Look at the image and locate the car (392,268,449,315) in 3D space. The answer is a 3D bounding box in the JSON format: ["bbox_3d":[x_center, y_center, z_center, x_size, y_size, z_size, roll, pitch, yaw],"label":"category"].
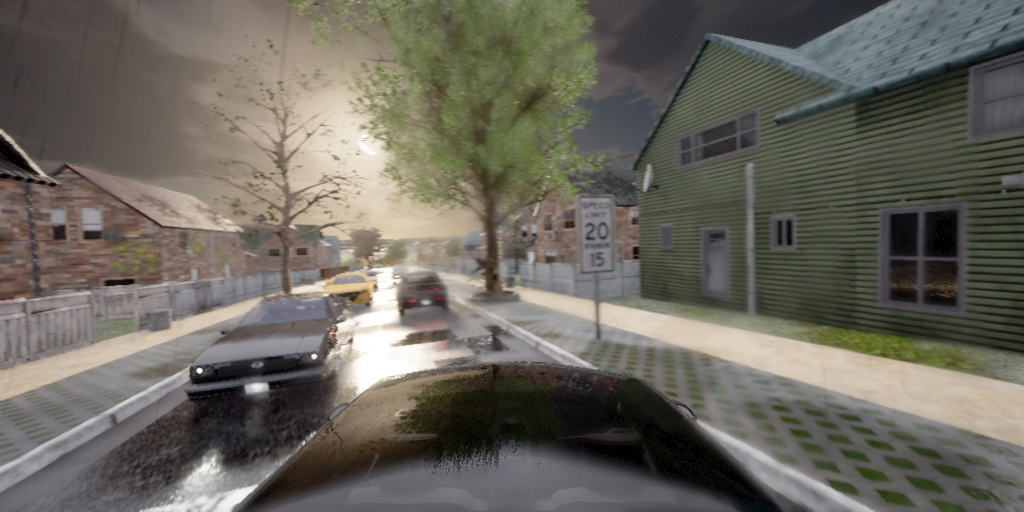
[{"bbox_3d":[-3.788,1.398,14.772,1.837,1.490,4.892,-3,0,-19],"label":"car"}]

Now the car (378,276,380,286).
[{"bbox_3d":[-11.114,1.829,27.223,1.895,1.301,4.718,-3,0,-19],"label":"car"}]

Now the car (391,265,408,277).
[{"bbox_3d":[-13.688,1.846,43.930,1.812,1.442,4.674,-3,0,-19],"label":"car"}]

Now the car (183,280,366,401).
[{"bbox_3d":[-4.445,1.501,7.553,2.033,1.411,5.357,-3,0,-19],"label":"car"}]

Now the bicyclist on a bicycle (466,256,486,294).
[{"bbox_3d":[-1.292,0.829,15.927,1.656,1.620,0.582,-5,1,-19],"label":"bicyclist on a bicycle"}]

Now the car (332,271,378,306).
[{"bbox_3d":[-7.824,1.567,17.500,1.882,1.535,5.008,-3,0,-19],"label":"car"}]
